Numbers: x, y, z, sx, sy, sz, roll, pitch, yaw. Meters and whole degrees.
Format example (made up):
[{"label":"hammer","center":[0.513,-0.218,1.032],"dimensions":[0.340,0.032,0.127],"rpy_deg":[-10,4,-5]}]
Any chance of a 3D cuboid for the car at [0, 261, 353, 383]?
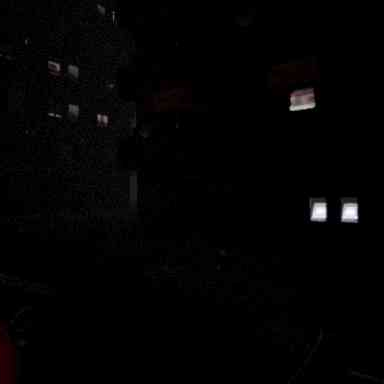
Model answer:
[{"label":"car","center":[-0.679,1.465,3.362],"dimensions":[4.097,1.590,1.967],"rpy_deg":[-1,-1,36]}]
